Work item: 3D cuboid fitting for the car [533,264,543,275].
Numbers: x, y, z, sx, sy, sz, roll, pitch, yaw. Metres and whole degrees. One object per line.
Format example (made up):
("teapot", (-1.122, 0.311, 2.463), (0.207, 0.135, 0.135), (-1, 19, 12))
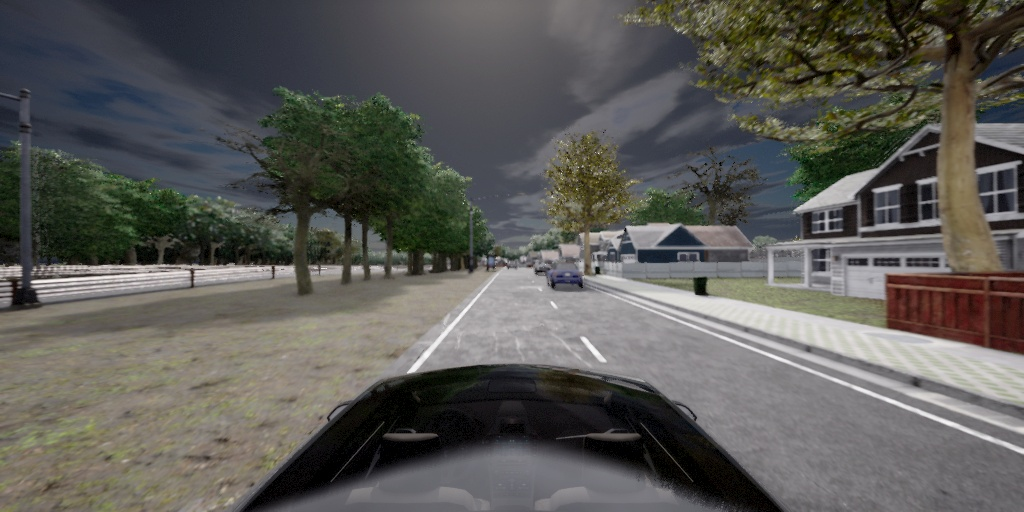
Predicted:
("car", (3.604, 1.561, 43.287), (1.895, 1.301, 4.718), (0, -1, 0))

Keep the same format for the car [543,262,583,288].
("car", (3.544, 1.206, 24.892), (2.097, 1.767, 4.553), (0, 0, 1))

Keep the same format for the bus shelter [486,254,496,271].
("bus shelter", (-3.473, 1.034, 58.107), (1.920, 2.740, 3.880), (0, 0, 0))
